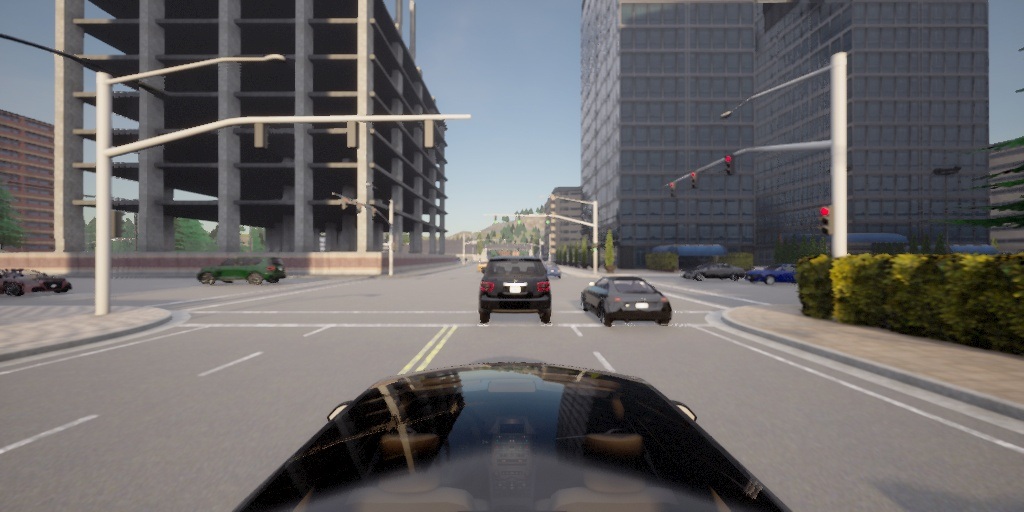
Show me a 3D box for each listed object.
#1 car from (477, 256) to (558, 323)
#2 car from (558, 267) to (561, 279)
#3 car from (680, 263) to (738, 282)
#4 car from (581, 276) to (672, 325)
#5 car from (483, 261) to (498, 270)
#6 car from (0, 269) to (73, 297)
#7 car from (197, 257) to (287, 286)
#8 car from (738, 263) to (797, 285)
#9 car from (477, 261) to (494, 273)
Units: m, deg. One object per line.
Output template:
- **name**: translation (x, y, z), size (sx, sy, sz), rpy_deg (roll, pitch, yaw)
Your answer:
- **car**: translation (0.092, 1.012, 12.457), size (2.150, 2.045, 5.566), rpy_deg (0, 0, 0)
- **car**: translation (3.598, 1.419, 34.707), size (2.033, 1.411, 5.357), rpy_deg (0, 0, 0)
- **car**: translation (16.638, 1.345, 29.908), size (4.902, 1.511, 2.128), rpy_deg (0, 0, 0)
- **car**: translation (3.594, 1.352, 11.942), size (1.994, 1.385, 4.181), rpy_deg (0, 0, 0)
- **car**: translation (-3.553, 1.511, 59.409), size (2.033, 1.411, 5.357), rpy_deg (0, 0, 1)
- **car**: translation (-26.041, 1.378, 18.833), size (4.181, 1.385, 1.994), rpy_deg (0, 0, 0)
- **car**: translation (-19.494, 1.062, 26.048), size (5.566, 2.045, 2.150), rpy_deg (0, 0, -1)
- **car**: translation (19.967, 1.319, 26.433), size (5.008, 1.535, 1.882), rpy_deg (0, 0, 0)
- **car**: translation (-3.575, 1.401, 48.435), size (1.882, 1.535, 5.008), rpy_deg (0, 0, 0)
